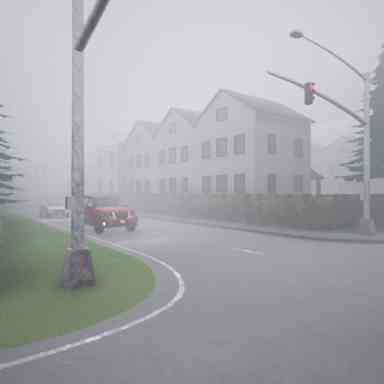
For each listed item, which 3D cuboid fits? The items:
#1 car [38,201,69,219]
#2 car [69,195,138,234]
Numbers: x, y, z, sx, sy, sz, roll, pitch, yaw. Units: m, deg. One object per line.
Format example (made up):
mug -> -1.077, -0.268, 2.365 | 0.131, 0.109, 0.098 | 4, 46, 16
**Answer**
car -> -12.426, 1.529, 29.932 | 1.812, 1.442, 4.674 | 0, 0, -35
car -> -5.250, 1.220, 19.768 | 2.150, 2.045, 5.566 | 0, 0, -35
